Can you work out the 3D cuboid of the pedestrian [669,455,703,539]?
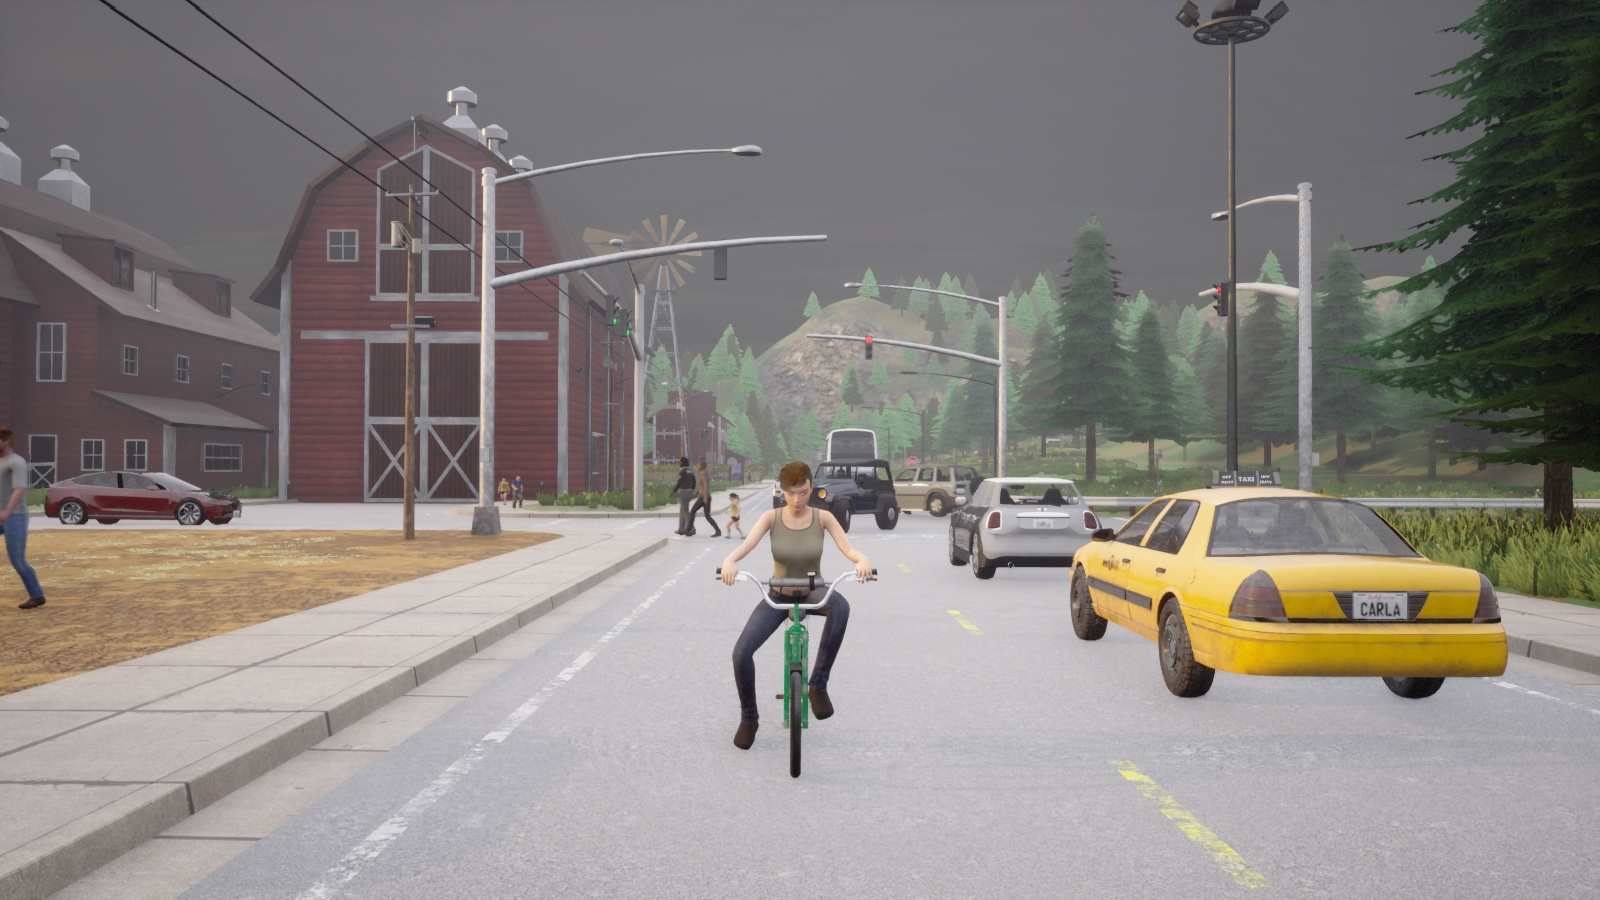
[{"bbox_3d":[-2.648,1.087,29.101,0.666,1.930,0.402,-1,-1,28],"label":"pedestrian"}]

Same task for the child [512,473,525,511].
[{"bbox_3d":[-9.545,1.425,42.570,0.270,1.263,0.437,0,-1,-34],"label":"child"}]

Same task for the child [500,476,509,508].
[{"bbox_3d":[-10.532,1.502,44.811,0.255,1.110,0.394,0,-1,-4],"label":"child"}]

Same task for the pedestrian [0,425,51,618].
[{"bbox_3d":[-7.689,0.680,12.119,0.354,1.836,0.706,-1,-1,27],"label":"pedestrian"}]

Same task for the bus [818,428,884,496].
[{"bbox_3d":[3.302,0.837,84.318,3.944,4.253,10.273,0,-1,0],"label":"bus"}]

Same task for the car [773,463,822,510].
[{"bbox_3d":[-0.121,1.504,52.097,1.932,1.855,4.605,0,-1,0],"label":"car"}]

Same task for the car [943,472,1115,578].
[{"bbox_3d":[3.455,1.096,19.668,1.970,1.475,3.806,0,-1,0],"label":"car"}]

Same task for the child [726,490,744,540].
[{"bbox_3d":[-1.471,1.471,28.369,0.394,1.110,0.255,0,-1,1],"label":"child"}]

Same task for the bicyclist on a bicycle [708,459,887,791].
[{"bbox_3d":[-0.011,0.867,6.884,0.866,1.612,1.509,0,-1,0],"label":"bicyclist on a bicycle"}]

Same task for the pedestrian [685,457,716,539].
[{"bbox_3d":[-2.261,1.093,28.607,0.634,1.846,0.331,0,-1,13],"label":"pedestrian"}]

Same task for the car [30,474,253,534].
[{"bbox_3d":[-17.390,1.413,33.345,4.792,1.488,2.163,0,-1,-1],"label":"car"}]

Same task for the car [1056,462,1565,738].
[{"bbox_3d":[3.477,0.906,9.897,1.801,1.575,5.366,0,-1,0],"label":"car"}]

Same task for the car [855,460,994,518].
[{"bbox_3d":[4.240,1.331,43.409,1.932,1.855,4.605,-1,0,-43],"label":"car"}]

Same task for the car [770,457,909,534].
[{"bbox_3d":[1.099,1.141,32.787,1.905,1.878,3.866,-1,-1,33],"label":"car"}]
